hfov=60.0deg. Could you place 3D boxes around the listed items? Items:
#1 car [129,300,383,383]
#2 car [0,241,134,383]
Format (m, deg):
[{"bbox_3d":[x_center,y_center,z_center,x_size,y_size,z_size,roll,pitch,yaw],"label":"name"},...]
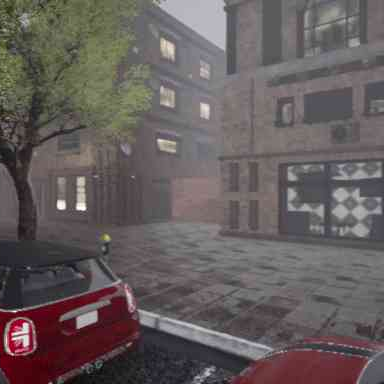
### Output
[{"bbox_3d":[1.890,1.440,1.526,4.097,1.590,1.967,0,0,35],"label":"car"},{"bbox_3d":[-2.748,1.441,4.833,4.097,1.590,1.967,0,0,35],"label":"car"}]
